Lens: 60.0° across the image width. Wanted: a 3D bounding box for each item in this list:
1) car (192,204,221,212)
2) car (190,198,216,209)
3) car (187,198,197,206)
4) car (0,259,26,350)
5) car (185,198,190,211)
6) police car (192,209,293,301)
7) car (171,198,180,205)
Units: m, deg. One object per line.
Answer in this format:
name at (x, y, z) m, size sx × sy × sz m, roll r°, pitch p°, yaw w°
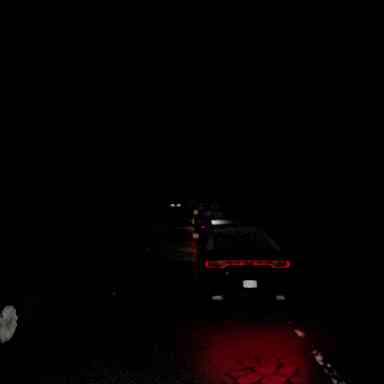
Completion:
car at (1.050, 1.634, 18.497) m, size 1.812 × 1.442 × 4.674 m, roll 0°, pitch 0°, yaw 0°
car at (1.049, 1.494, 24.469) m, size 2.097 × 1.767 × 4.553 m, roll 0°, pitch 0°, yaw 0°
car at (-0.001, 1.897, 64.098) m, size 1.837 × 1.490 × 4.892 m, roll 0°, pitch 0°, yaw 0°
car at (-3.599, 1.526, 3.477) m, size 1.837 × 1.490 × 4.892 m, roll 0°, pitch 0°, yaw 0°
car at (0.019, 1.746, 44.961) m, size 1.882 × 1.535 × 5.008 m, roll 0°, pitch 0°, yaw 0°
police car at (1.050, 1.476, 8.607) m, size 1.930 × 1.638 × 5.238 m, roll 0°, pitch 0°, yaw 0°
car at (-3.500, 1.993, 72.297) m, size 2.033 × 1.411 × 5.357 m, roll 0°, pitch 0°, yaw 0°
